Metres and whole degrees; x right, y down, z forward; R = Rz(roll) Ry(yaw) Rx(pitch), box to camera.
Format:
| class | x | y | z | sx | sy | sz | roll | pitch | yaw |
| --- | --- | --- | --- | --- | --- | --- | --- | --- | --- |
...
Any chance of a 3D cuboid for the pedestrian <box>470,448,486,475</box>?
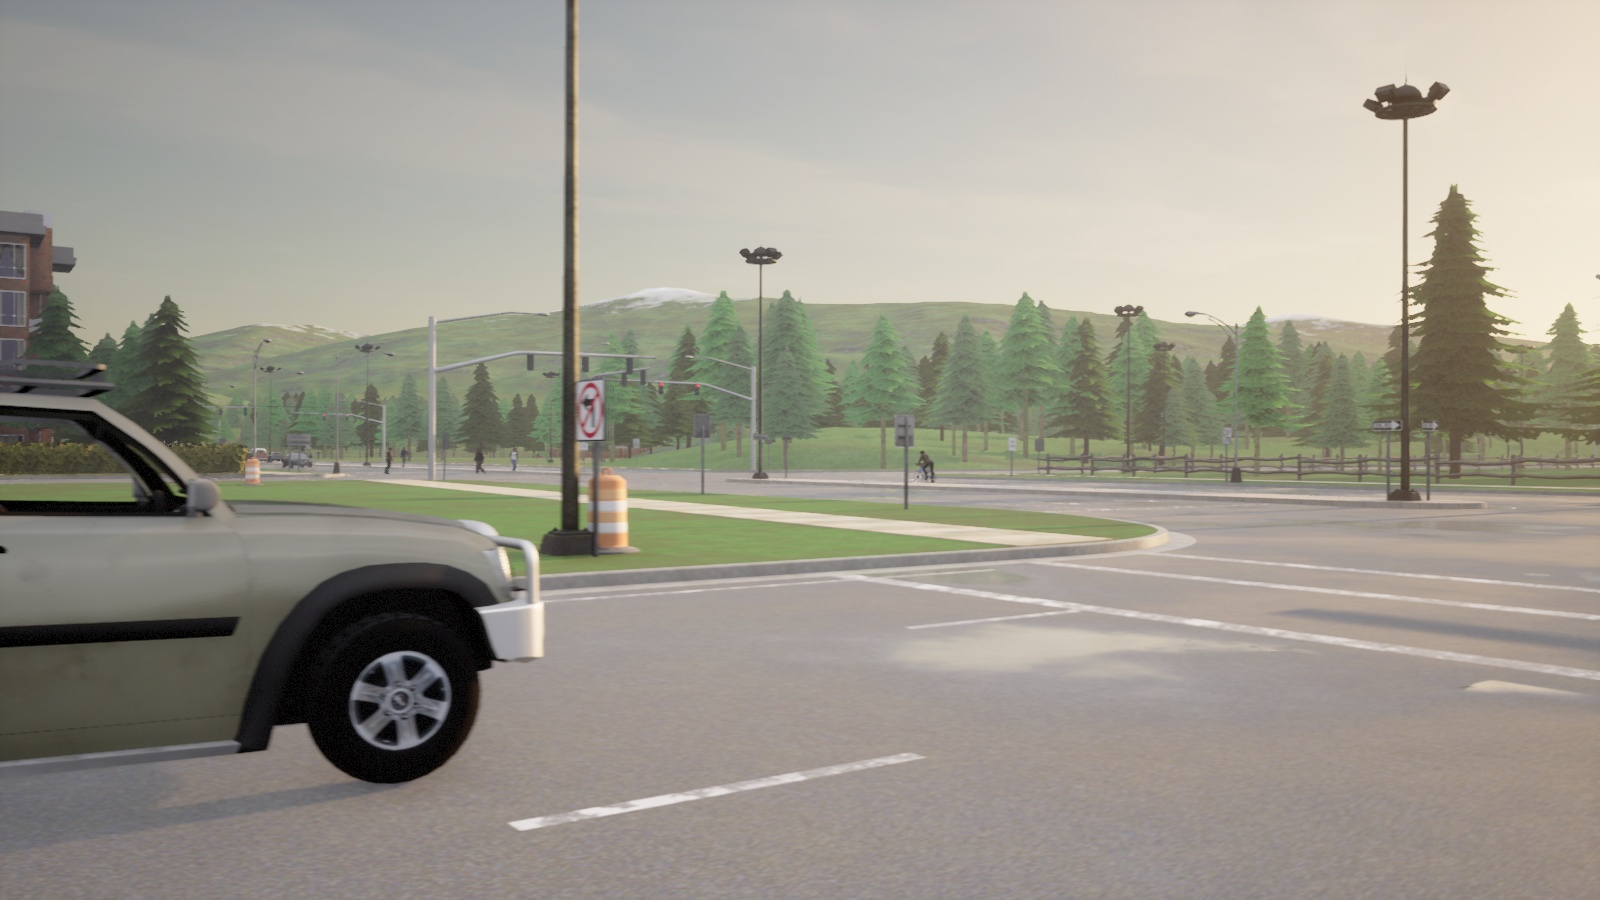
| class | x | y | z | sx | sy | sz | roll | pitch | yaw |
| --- | --- | --- | --- | --- | --- | --- | --- | --- | --- |
| pedestrian | -21.883 | 0.780 | 85.298 | 0.899 | 1.844 | 0.634 | 0 | 0 | -42 |

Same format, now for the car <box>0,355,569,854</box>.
| class | x | y | z | sx | sy | sz | roll | pitch | yaw |
| --- | --- | --- | --- | --- | --- | --- | --- | --- | --- |
| car | -3.560 | 0.576 | 5.445 | 4.605 | 1.855 | 1.932 | 2 | -1 | -35 |
